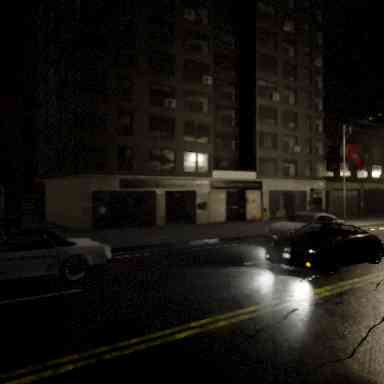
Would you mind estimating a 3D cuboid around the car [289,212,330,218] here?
[{"bbox_3d":[5.425,1.670,15.494,4.674,1.442,1.812,1,0,-35],"label":"car"}]

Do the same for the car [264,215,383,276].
[{"bbox_3d":[4.350,1.669,10.757,4.181,1.385,1.994,1,0,-35],"label":"car"}]

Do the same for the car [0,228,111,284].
[{"bbox_3d":[-4.607,1.612,8.379,4.718,1.301,1.895,1,0,-35],"label":"car"}]
